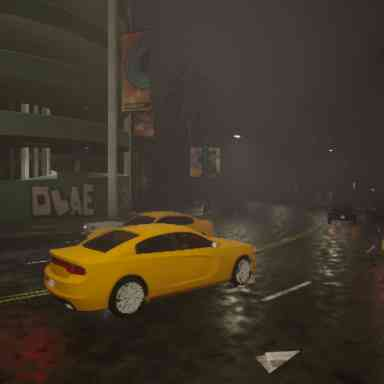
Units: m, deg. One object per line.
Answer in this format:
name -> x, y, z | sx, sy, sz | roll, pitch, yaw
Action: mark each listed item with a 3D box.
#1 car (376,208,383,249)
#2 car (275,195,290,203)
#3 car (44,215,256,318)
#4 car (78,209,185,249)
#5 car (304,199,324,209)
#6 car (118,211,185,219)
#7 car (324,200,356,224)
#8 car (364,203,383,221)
car -> 8.456, 1.451, 12.526 | 1.801, 1.575, 5.366 | 0, 0, 37
car -> 18.161, 1.437, 67.071 | 2.231, 1.521, 4.892 | 0, 0, -4
car -> -0.616, 1.471, 7.538 | 5.008, 1.535, 1.882 | 0, 0, -40
car -> -2.630, 1.587, 15.445 | 1.895, 1.301, 4.718 | 0, 0, 42
car -> 16.748, 1.574, 44.791 | 1.895, 1.301, 4.718 | 0, 0, -3
car -> -1.326, 1.467, 11.905 | 1.882, 1.535, 5.008 | 1, 0, 44
car -> 11.029, 1.512, 24.707 | 1.812, 1.442, 4.674 | 0, 0, 20
car -> 15.278, 1.552, 26.794 | 1.994, 1.385, 4.181 | 0, 0, 16
